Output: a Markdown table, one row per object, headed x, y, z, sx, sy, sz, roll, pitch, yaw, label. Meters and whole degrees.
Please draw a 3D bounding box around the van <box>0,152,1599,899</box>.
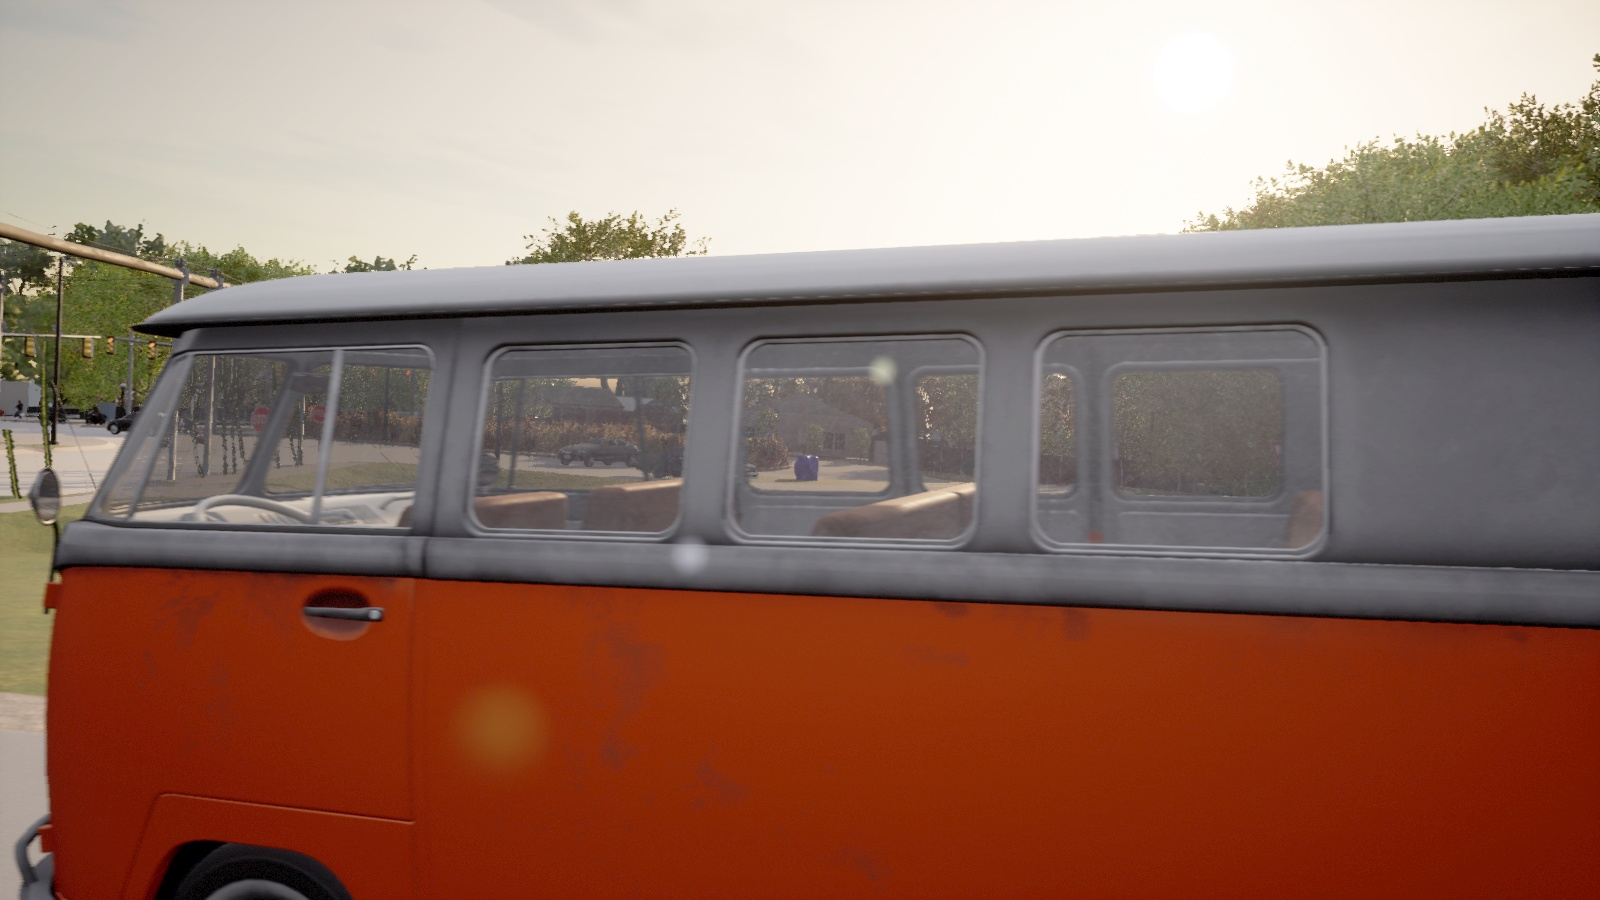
| x | y | z | sx | sy | sz | roll | pitch | yaw | label |
| --- | --- | --- | --- | --- | --- | --- | --- | --- | --- |
| 0.175 | 0.530 | 3.133 | 4.442 | 1.987 | 1.775 | 1 | 1 | 19 | van |
